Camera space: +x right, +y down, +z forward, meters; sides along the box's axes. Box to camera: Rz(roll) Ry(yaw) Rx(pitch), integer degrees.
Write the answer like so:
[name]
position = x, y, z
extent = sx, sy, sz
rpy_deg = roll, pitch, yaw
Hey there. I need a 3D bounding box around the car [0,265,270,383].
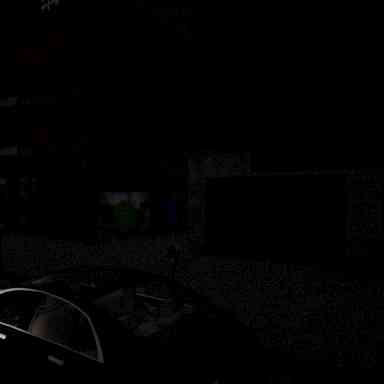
[car]
position = -1.339, 1.551, 3.803
extent = 4.403, 1.369, 2.008
rpy_deg = 0, 0, 36
